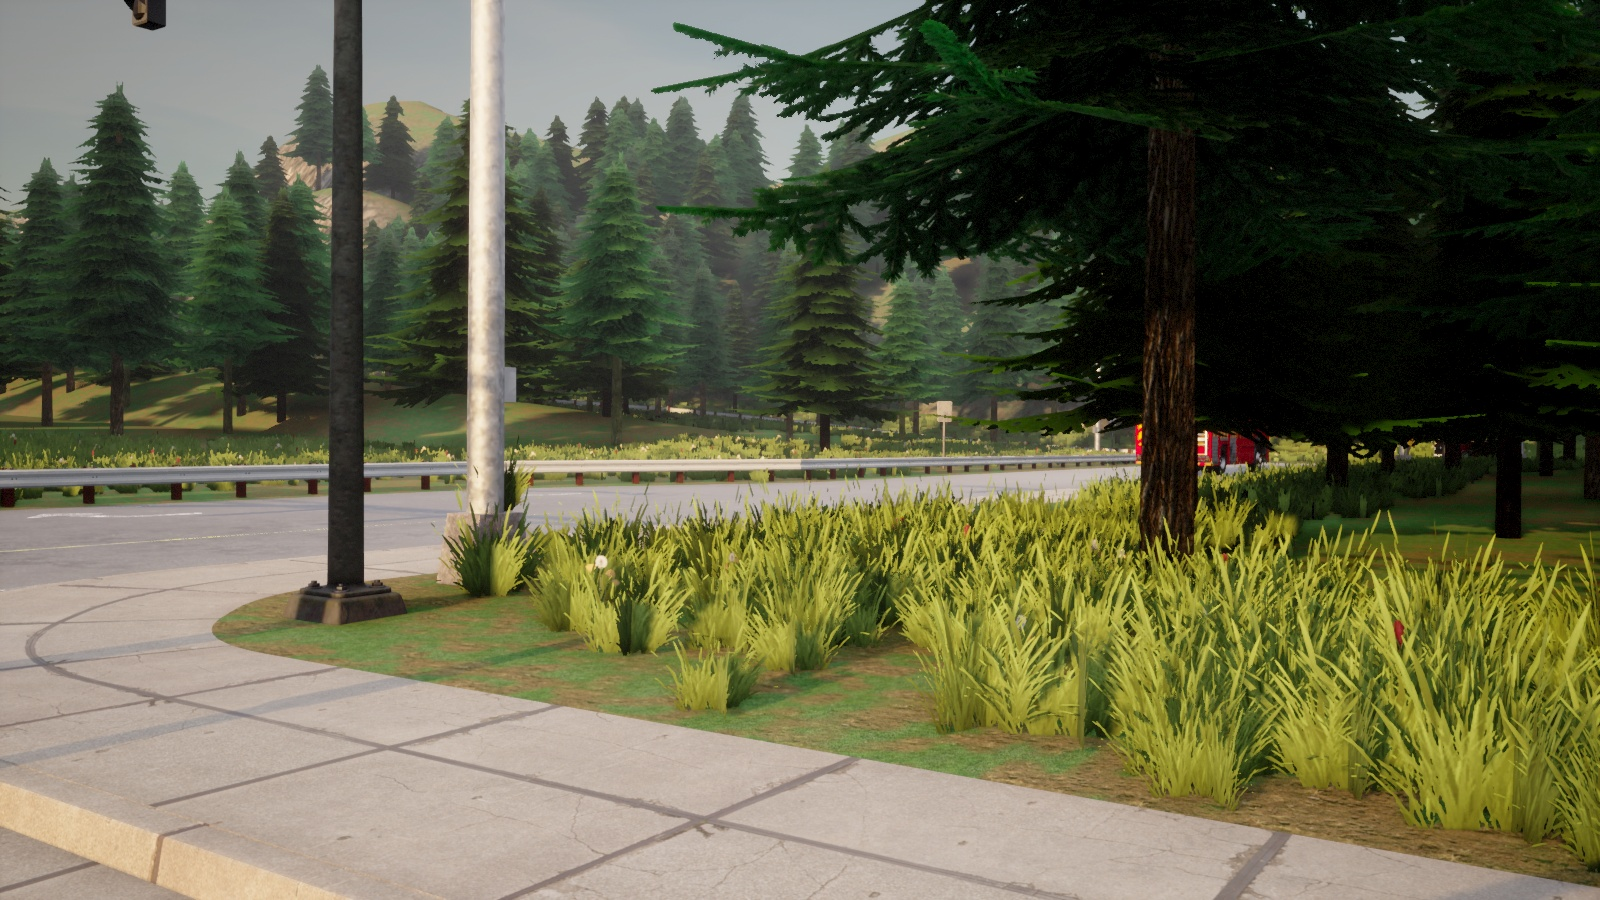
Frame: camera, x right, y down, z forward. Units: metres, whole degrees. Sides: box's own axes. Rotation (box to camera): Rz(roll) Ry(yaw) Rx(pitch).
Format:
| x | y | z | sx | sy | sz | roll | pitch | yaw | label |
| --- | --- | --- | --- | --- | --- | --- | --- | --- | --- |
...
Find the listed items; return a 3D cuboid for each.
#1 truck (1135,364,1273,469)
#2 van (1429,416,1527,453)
| x | y | z | sx | sy | sz | roll | pitch | yaw | label |
| --- | --- | --- | --- | --- | --- | --- | --- | --- | --- |
| 16.175 | -1.287 | 49.850 | 2.891 | 3.827 | 8.468 | 0 | 1 | 35 | truck |
| 38.487 | -0.895 | 71.348 | 4.480 | 2.038 | 2.069 | -1 | 1 | -5 | van |
